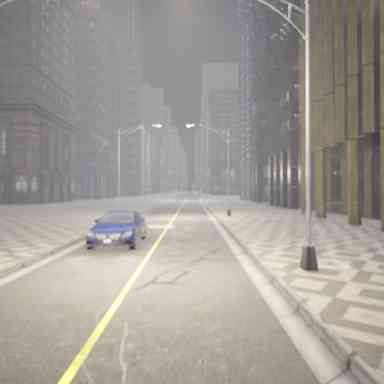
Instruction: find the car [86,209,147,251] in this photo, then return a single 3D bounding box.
[{"bbox_3d":[-3.003,1.483,14.098,1.812,1.442,4.674,0,0,0],"label":"car"}]
